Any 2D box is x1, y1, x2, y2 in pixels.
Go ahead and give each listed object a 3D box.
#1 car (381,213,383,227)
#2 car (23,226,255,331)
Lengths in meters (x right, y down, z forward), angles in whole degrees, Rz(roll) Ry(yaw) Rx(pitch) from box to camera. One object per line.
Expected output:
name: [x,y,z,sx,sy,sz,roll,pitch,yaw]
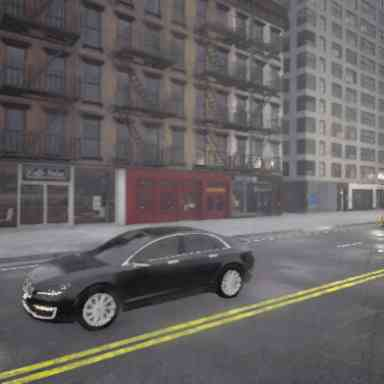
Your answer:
car: [14.391,1.559,21.912,5.008,1.535,1.882,0,0,-35]
car: [-0.810,1.517,6.982,4.892,1.490,1.837,1,0,-35]
